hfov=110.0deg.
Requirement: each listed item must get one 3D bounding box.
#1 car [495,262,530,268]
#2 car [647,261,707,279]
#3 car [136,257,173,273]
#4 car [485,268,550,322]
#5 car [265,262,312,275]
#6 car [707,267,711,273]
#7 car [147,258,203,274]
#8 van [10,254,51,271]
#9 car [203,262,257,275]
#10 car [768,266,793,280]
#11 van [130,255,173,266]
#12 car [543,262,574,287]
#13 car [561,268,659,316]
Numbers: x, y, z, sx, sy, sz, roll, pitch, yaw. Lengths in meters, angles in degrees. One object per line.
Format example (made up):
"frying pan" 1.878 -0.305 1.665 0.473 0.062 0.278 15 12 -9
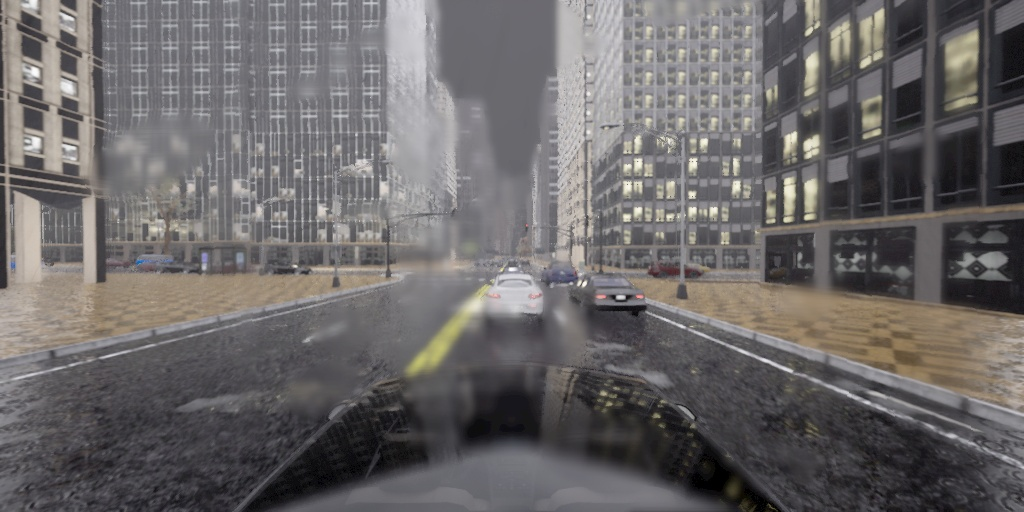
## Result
"car" 0.099 1.371 25.137 2.033 1.411 5.357 0 0 0
"car" 16.192 1.391 35.972 5.009 1.841 2.192 0 0 1
"car" -38.634 1.121 39.548 4.181 1.385 1.994 0 1 1
"car" 0.099 1.311 12.354 1.812 1.442 4.674 0 0 0
"car" -22.733 1.299 36.499 4.313 1.339 1.948 0 0 1
"car" 21.802 1.547 44.257 4.829 1.417 1.751 0 0 1
"car" -34.097 1.196 36.805 4.313 1.339 1.948 0 0 1
"van" -51.142 0.816 37.204 3.998 1.789 1.690 0 0 1
"car" -28.417 1.264 36.632 4.207 1.307 1.802 0 0 1
"car" 27.641 1.700 35.775 4.829 1.417 1.751 0 0 1
"van" -45.289 0.764 45.466 3.998 1.789 1.690 0 0 1
"car" 3.349 1.177 25.421 2.097 1.767 4.553 0 0 0
"car" 3.352 1.335 13.558 2.033 1.411 5.357 0 0 0
